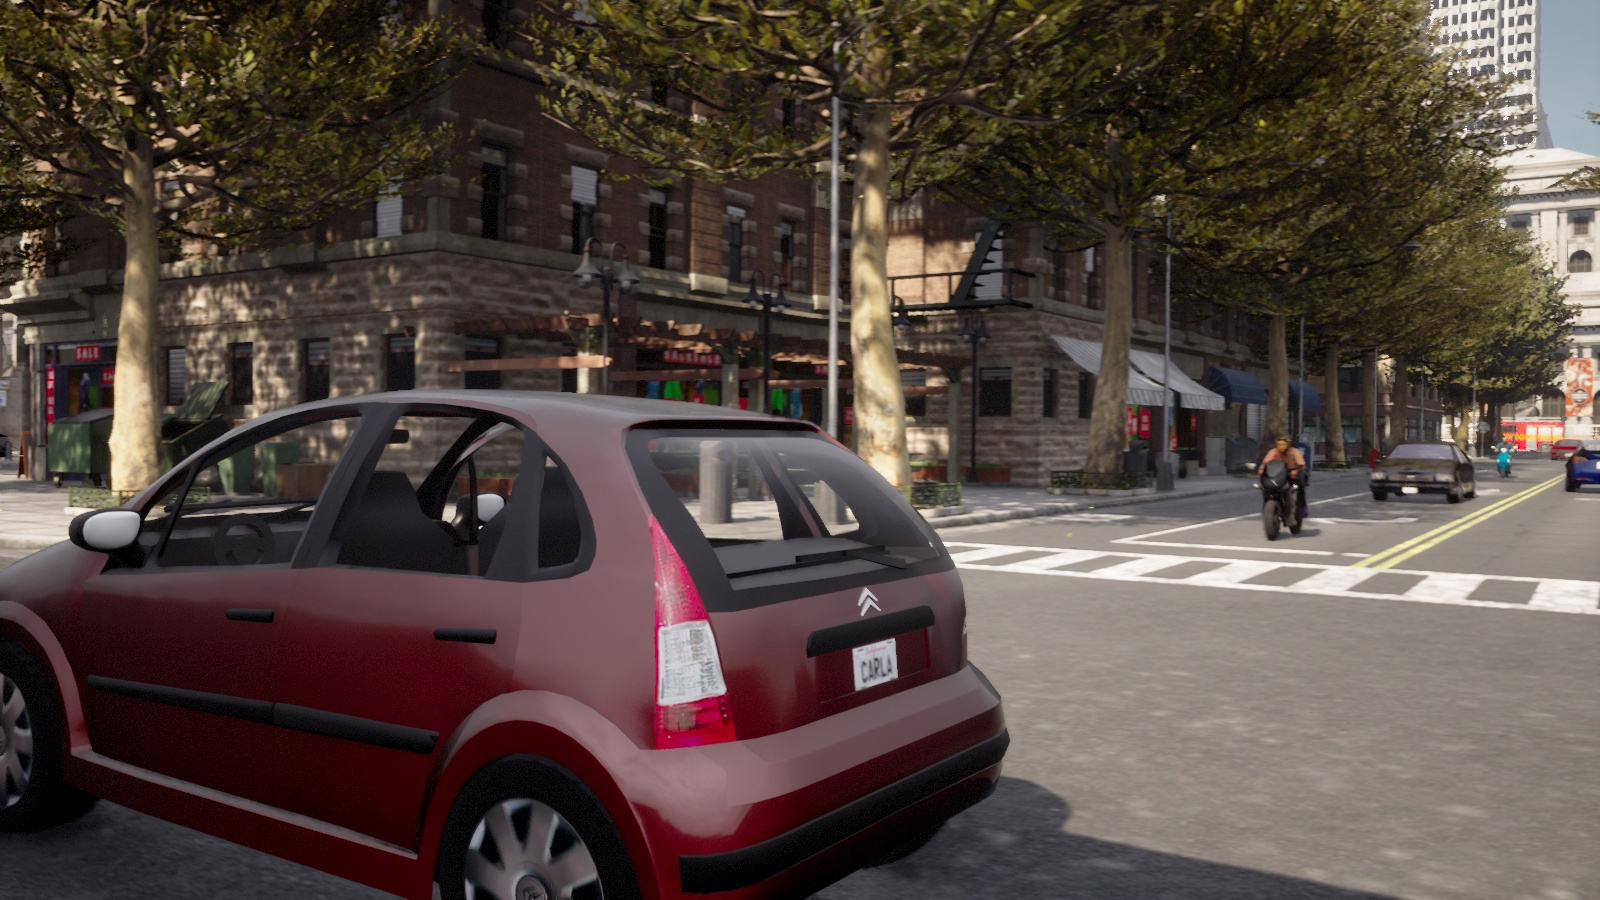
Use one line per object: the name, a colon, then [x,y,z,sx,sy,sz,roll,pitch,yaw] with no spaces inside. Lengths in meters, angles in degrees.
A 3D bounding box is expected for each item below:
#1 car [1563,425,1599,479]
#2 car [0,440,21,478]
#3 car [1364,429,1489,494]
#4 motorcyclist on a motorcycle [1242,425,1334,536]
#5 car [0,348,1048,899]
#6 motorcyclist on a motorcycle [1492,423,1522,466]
car: [23.556,0.020,36.488,2.163,1.488,4.792,0,1,34]
car: [-32.738,0.376,47.779,2.163,1.488,4.792,0,1,35]
car: [15.243,0.226,30.371,2.033,1.411,5.357,0,1,34]
motorcyclist on a motorcycle: [7.112,0.400,18.248,0.797,1.523,2.044,0,1,34]
car: [-1.350,0.580,4.519,3.988,1.617,1.851,0,1,34]
motorcyclist on a motorcycle: [26.855,-0.209,47.696,0.866,1.590,1.817,0,1,34]
